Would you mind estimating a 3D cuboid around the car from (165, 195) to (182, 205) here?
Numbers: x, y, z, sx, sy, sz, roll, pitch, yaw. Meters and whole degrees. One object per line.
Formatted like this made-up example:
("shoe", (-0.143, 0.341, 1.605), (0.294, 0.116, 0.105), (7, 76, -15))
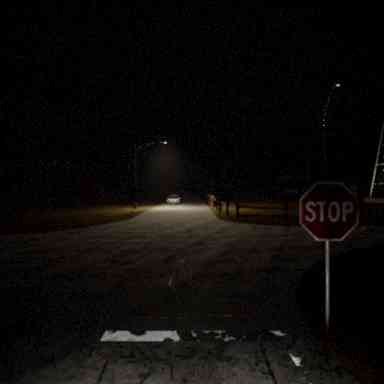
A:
("car", (-2.574, 1.117, 46.952), (1.812, 1.442, 4.674), (0, 2, 0))
